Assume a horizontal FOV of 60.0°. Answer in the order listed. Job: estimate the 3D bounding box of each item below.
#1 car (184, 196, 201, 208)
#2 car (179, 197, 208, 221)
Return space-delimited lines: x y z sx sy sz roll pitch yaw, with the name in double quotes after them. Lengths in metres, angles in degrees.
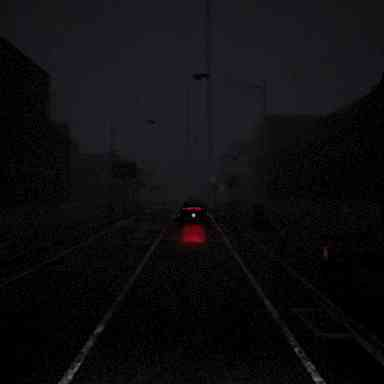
0.110 1.258 41.263 1.994 1.385 4.181 0 0 0 "car"
0.107 1.258 24.268 1.837 1.490 4.892 0 0 0 "car"
